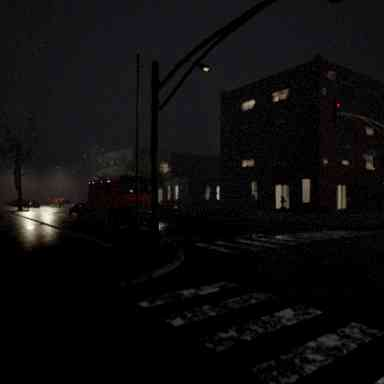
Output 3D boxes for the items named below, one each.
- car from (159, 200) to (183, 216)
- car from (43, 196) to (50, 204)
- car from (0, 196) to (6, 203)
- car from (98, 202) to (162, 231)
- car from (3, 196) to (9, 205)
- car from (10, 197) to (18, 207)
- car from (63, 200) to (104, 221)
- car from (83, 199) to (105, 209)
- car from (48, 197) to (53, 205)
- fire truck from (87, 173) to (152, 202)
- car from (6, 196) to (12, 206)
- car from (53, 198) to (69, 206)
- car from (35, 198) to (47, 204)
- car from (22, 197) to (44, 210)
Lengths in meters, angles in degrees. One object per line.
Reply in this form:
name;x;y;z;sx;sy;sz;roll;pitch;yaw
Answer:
car;-2.635;1.547;33.703;1.967;1.590;4.097;0;0;-35
car;-35.241;1.920;80.122;2.192;1.841;5.009;0;0;-35
car;-38.941;1.815;70.788;2.192;1.841;5.009;0;0;-35
car;-3.928;1.509;20.473;1.887;1.381;4.507;0;0;-35
car;-35.770;2.016;66.252;1.947;1.339;4.313;0;0;-35
car;-29.611;1.899;57.429;1.887;1.381;4.507;0;0;-35
car;-9.085;1.622;27.850;1.802;1.307;4.206;0;0;-35
car;-15.319;1.822;51.743;1.752;1.417;4.829;0;0;-35
car;-28.900;2.088;71.051;1.802;1.307;4.206;0;0;-35
fire truck;-6.397;0.398;28.934;2.891;3.827;8.468;0;-1;-35
car;-32.600;1.967;61.717;1.947;1.339;4.313;0;0;-35
car;-25.731;1.897;66.517;1.967;1.590;4.097;0;0;-35
car;-38.507;2.183;84.795;1.752;1.417;4.829;0;0;-35
car;-23.218;1.780;48.189;1.752;1.417;4.829;0;0;-35
